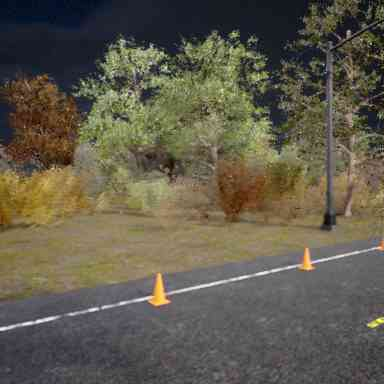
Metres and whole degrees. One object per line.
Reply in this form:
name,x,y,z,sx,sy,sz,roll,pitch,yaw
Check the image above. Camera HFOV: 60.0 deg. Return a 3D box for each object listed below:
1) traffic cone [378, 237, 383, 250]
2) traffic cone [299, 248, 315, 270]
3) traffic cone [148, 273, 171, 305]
traffic cone,7.353,1.907,12.678,0.340,0.580,0.340,0,0,-37
traffic cone,3.356,1.928,9.715,0.340,0.580,0.340,0,0,-36
traffic cone,-0.664,1.947,6.784,0.340,0.580,0.340,0,0,-36
